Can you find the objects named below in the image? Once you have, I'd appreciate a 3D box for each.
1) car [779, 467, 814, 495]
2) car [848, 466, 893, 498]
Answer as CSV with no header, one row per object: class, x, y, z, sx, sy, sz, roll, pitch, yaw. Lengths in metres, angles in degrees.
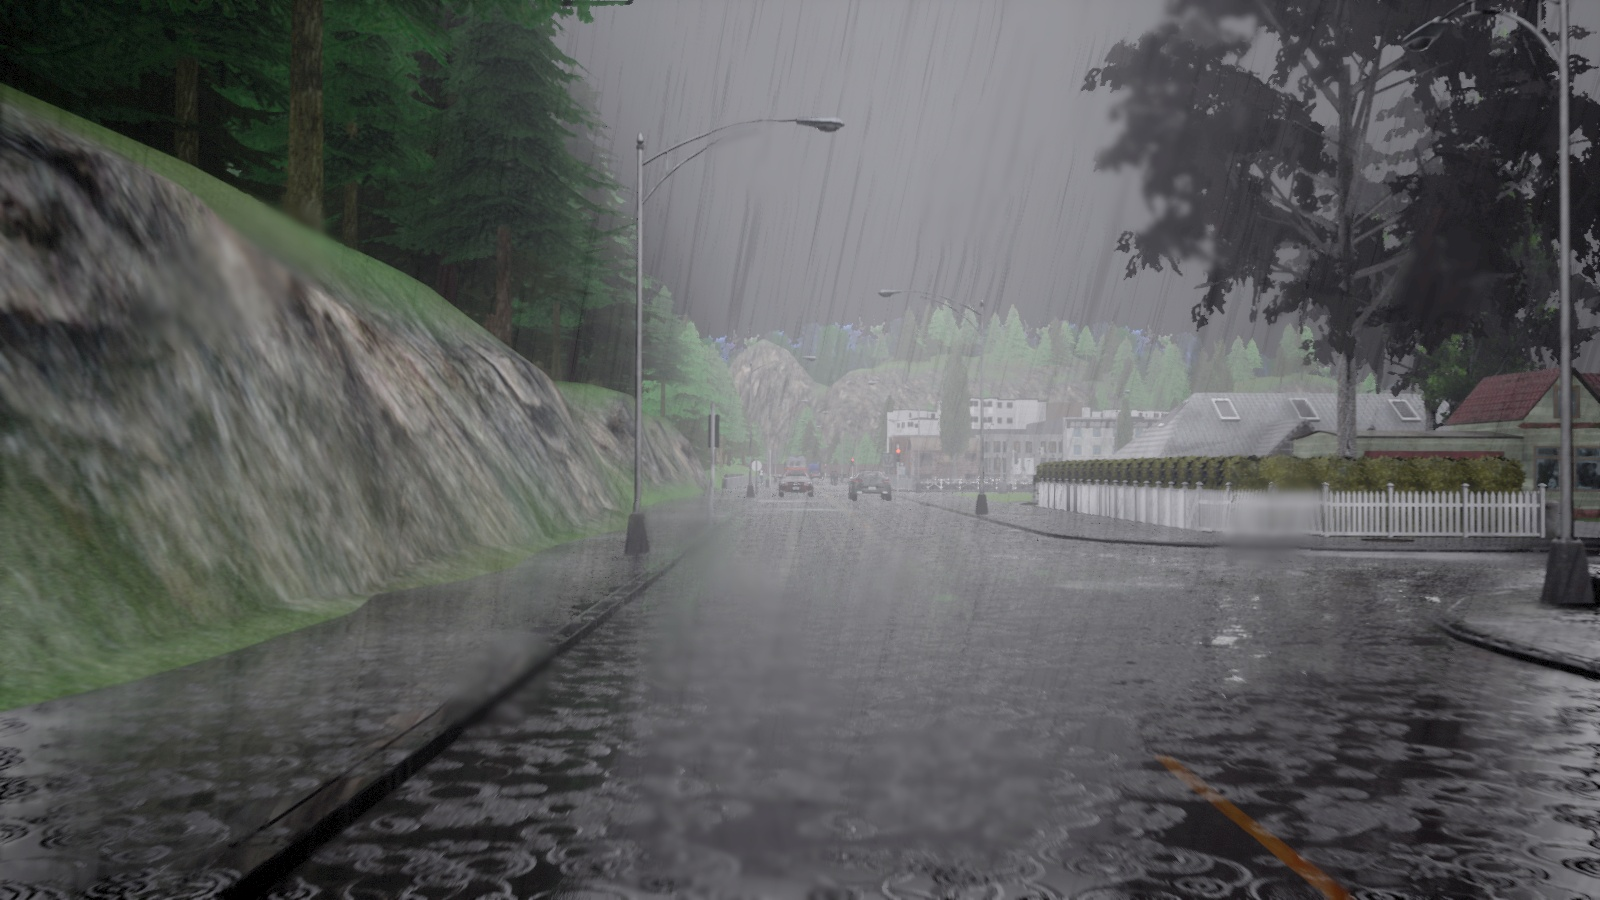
car,-0.223,1.902,78.128,2.152,1.651,5.027,0,-1,0
car,3.820,1.732,68.916,2.152,1.651,5.027,0,-1,0
